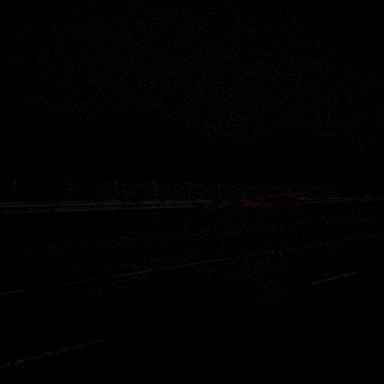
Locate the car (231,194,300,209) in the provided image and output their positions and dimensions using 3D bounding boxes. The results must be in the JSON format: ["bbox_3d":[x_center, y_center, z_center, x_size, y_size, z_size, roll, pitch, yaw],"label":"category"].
[{"bbox_3d":[5.955,1.203,25.429,5.566,2.045,2.150,0,0,-36],"label":"car"}]

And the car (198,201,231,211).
[{"bbox_3d":[3.278,1.459,27.818,5.008,1.535,1.882,0,0,-35],"label":"car"}]

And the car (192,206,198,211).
[{"bbox_3d":[2.072,1.545,31.255,4.181,1.385,1.994,0,0,-35],"label":"car"}]
